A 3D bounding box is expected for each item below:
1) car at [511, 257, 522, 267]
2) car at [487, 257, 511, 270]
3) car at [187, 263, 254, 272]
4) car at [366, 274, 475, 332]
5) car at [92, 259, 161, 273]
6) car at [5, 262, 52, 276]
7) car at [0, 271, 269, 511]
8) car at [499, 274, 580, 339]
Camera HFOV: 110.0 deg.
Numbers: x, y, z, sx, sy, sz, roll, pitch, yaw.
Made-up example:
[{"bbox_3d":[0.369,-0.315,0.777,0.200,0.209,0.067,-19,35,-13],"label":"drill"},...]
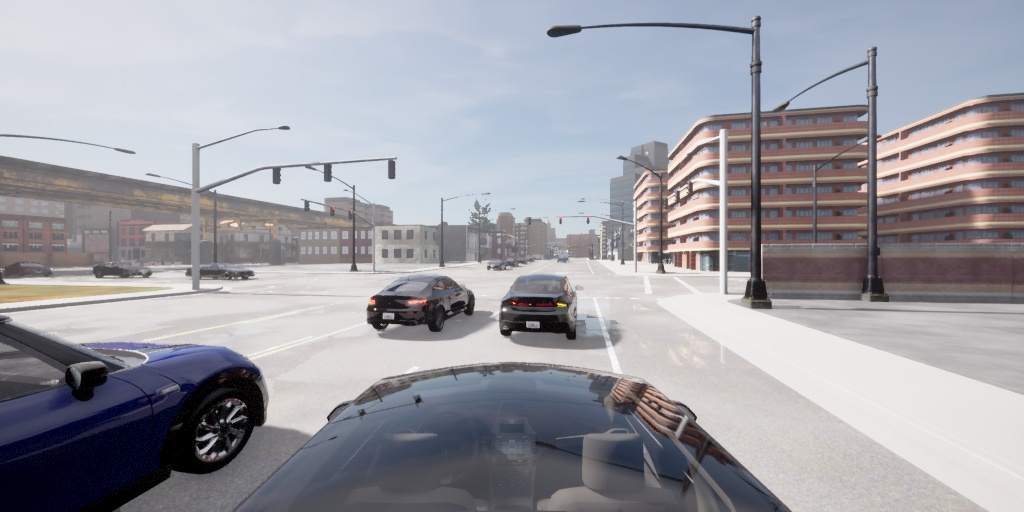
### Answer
[{"bbox_3d":[-0.198,0.957,57.261,1.882,1.535,5.008,0,1,11],"label":"car"},{"bbox_3d":[-2.002,1.106,47.985,2.128,1.511,4.902,0,1,11],"label":"car"},{"bbox_3d":[-24.883,1.297,30.548,5.357,1.411,2.033,0,0,10],"label":"car"},{"bbox_3d":[-2.531,1.276,10.848,1.812,1.442,4.674,0,0,11],"label":"car"},{"bbox_3d":[-35.134,1.241,32.371,4.902,1.511,2.128,0,0,10],"label":"car"},{"bbox_3d":[-47.176,1.277,34.932,4.674,1.442,1.812,1,0,21],"label":"car"},{"bbox_3d":[-3.858,1.102,2.072,2.097,1.767,4.553,0,0,6],"label":"car"},{"bbox_3d":[0.914,1.255,10.206,1.837,1.490,4.892,0,0,11],"label":"car"}]
